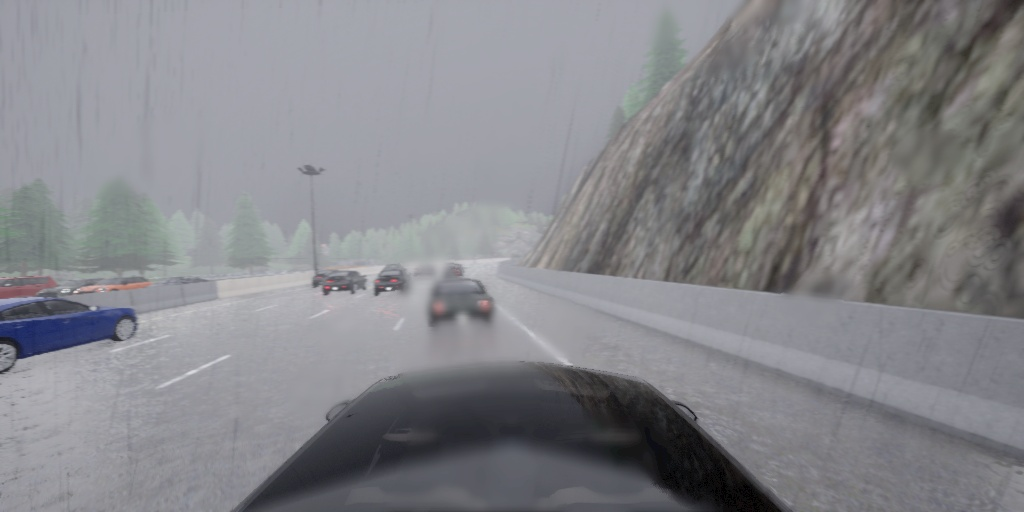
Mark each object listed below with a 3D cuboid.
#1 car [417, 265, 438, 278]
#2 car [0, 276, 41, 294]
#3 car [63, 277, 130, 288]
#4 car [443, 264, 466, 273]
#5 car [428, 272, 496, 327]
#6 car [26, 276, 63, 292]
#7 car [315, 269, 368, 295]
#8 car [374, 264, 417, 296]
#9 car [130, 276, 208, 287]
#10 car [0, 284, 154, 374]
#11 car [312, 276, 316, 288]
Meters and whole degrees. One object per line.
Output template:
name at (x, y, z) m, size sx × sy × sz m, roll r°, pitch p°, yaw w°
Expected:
car at (-9.490, 1.667, 40.104) m, size 2.033 × 1.411 × 5.357 m, roll -3°, pitch 0°, yaw -4°
car at (-36.271, 2.548, 25.679) m, size 2.150 × 2.045 × 5.566 m, roll -3°, pitch 0°, yaw -8°
car at (-29.326, 2.367, 26.590) m, size 2.097 × 1.767 × 4.553 m, roll -3°, pitch 0°, yaw -7°
car at (-5.318, 1.449, 33.201) m, size 1.837 × 1.490 × 4.892 m, roll -3°, pitch 0°, yaw -7°
car at (-1.789, 1.416, 11.994) m, size 1.895 × 1.301 × 4.718 m, roll -3°, pitch 0°, yaw -11°
car at (-32.966, 2.527, 27.437) m, size 2.097 × 1.767 × 4.553 m, roll -3°, pitch 0°, yaw -7°
car at (-11.095, 1.717, 24.062) m, size 1.837 × 1.490 × 4.892 m, roll -3°, pitch 0°, yaw -9°
car at (-7.288, 1.552, 22.331) m, size 1.837 × 1.490 × 4.892 m, roll -3°, pitch 1°, yaw -10°
car at (-25.959, 2.357, 27.808) m, size 2.128 × 1.511 × 4.902 m, roll -3°, pitch 0°, yaw -7°
car at (-11.830, 1.742, 8.670) m, size 1.882 × 1.535 × 5.008 m, roll -3°, pitch 0°, yaw -11°
car at (-15.639, 1.908, 31.212) m, size 1.837 × 1.490 × 4.892 m, roll -3°, pitch 0°, yaw -7°
